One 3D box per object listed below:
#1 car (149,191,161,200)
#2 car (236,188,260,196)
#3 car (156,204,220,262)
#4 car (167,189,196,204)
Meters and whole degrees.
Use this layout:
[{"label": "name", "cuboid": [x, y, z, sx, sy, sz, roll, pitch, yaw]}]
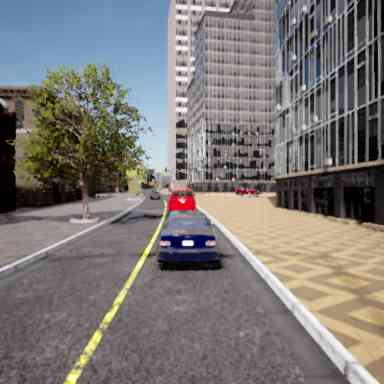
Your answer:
[{"label": "car", "cuboid": [-6.172, 0.532, 55.706, 1.882, 1.535, 5.008, 0, 1, -6]}, {"label": "car", "cuboid": [11.539, 0.041, 68.784, 5.009, 1.841, 2.192, 0, 0, 13]}, {"label": "car", "cuboid": [-0.155, 1.357, 11.265, 2.033, 1.411, 5.357, 0, 1, -1]}, {"label": "car", "cuboid": [-0.835, 0.763, 27.383, 2.150, 2.045, 5.566, 0, 1, -3]}]
